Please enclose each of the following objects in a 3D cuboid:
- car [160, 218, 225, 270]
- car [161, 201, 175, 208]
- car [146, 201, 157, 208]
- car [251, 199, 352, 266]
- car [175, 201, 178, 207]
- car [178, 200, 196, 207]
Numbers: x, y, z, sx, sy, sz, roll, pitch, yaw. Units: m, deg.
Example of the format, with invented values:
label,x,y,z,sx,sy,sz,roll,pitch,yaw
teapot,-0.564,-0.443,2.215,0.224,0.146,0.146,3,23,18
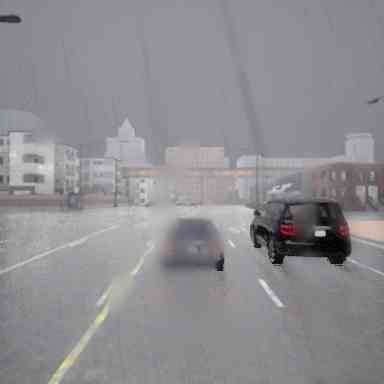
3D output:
label,x,y,z,sx,sy,sz,roll,pitch,yaw
car,0.041,1.571,11.015,2.033,1.411,5.357,0,0,1
car,-5.436,2.686,70.982,1.882,1.535,5.008,0,-1,3
car,-8.786,2.779,72.997,1.812,1.442,4.674,0,-1,4
car,3.549,1.251,11.829,2.150,2.045,5.566,0,0,1
car,-3.776,3.116,88.066,1.812,1.442,4.674,-1,-2,29
car,-0.804,2.910,86.234,2.097,1.767,4.553,-1,-2,29
